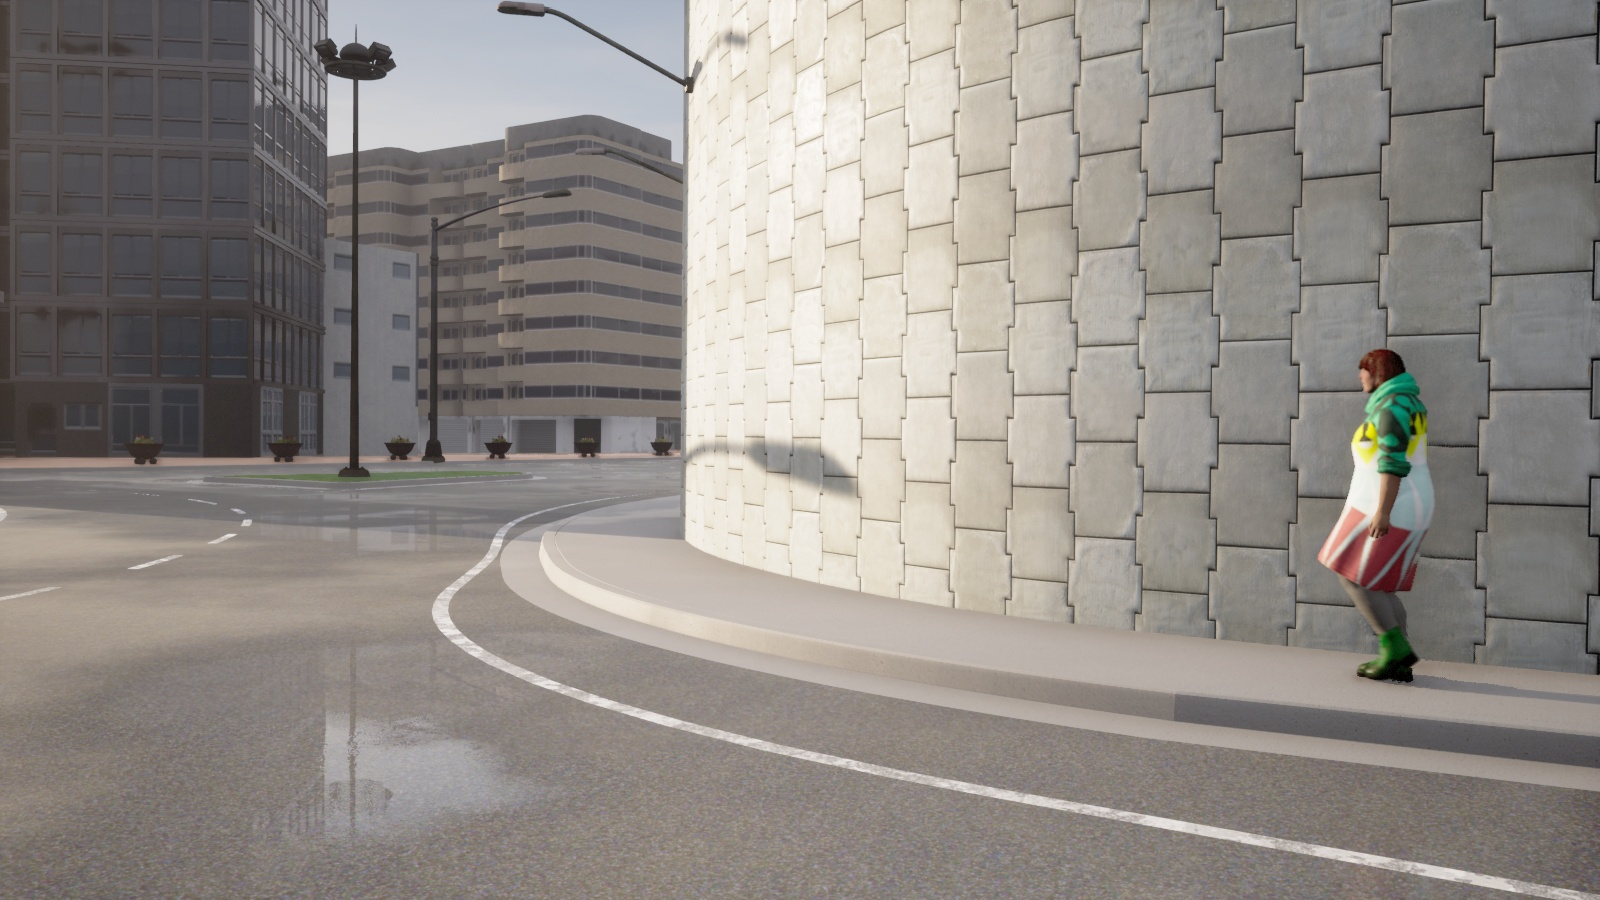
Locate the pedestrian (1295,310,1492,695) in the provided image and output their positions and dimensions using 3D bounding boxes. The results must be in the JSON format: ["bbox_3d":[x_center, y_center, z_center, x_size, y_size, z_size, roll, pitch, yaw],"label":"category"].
[{"bbox_3d":[3.259,0.263,6.887,0.873,1.952,0.659,0,1,35],"label":"pedestrian"}]
